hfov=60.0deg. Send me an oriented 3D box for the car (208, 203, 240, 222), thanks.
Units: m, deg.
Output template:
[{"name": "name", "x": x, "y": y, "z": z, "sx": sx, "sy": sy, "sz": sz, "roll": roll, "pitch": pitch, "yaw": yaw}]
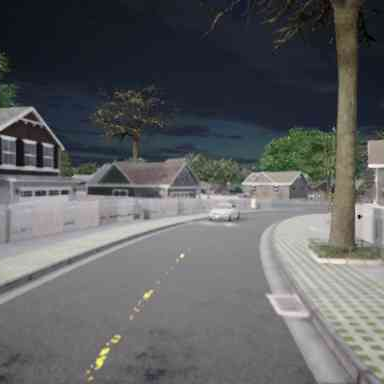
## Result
[{"name": "car", "x": 2.815, "y": 1.678, "z": 28.217, "sx": 1.812, "sy": 1.442, "sz": 4.674, "roll": 1, "pitch": -1, "yaw": 21}]
